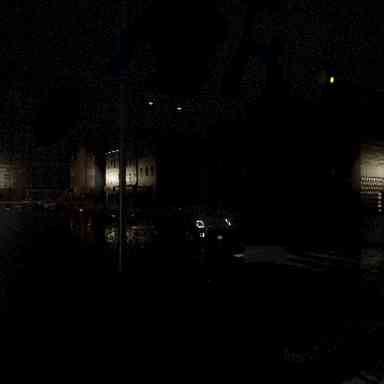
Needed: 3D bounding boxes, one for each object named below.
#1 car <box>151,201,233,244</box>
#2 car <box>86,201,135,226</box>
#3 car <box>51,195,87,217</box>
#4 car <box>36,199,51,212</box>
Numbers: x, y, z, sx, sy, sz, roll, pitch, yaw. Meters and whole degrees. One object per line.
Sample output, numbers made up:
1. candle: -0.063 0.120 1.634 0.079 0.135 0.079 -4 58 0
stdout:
1. car: -0.120 1.368 16.033 2.097 1.767 4.553 1 0 -36
2. car: -5.806 1.562 23.984 1.812 1.442 4.674 1 0 -35
3. car: -11.546 1.278 32.058 2.150 2.045 5.566 1 0 -35
4. car: -17.513 1.605 40.513 1.812 1.442 4.674 1 0 -35
